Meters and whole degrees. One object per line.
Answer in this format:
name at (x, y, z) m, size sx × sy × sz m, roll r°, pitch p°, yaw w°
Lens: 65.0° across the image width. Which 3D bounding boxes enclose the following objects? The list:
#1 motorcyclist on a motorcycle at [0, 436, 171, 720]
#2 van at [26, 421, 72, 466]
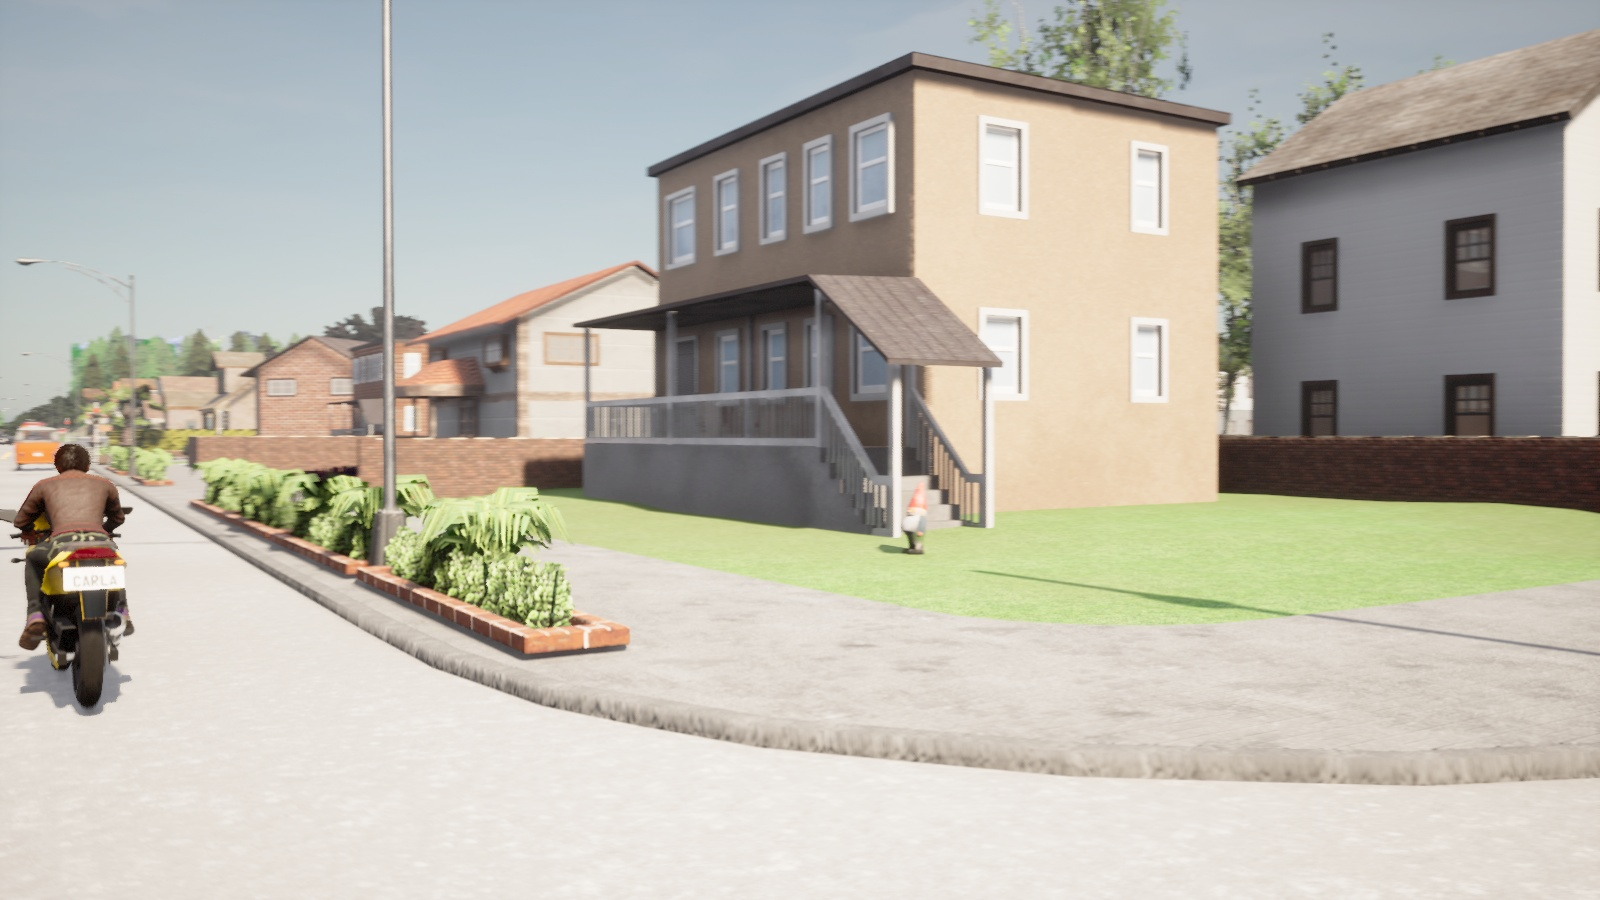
motorcyclist on a motorcycle at (-4.536, 0.686, 7.837) m, size 0.797 × 1.523 × 2.044 m, roll 1°, pitch 0°, yaw -35°
van at (-34.794, -0.336, 58.199) m, size 1.775 × 1.987 × 4.442 m, roll 0°, pitch 1°, yaw -31°
